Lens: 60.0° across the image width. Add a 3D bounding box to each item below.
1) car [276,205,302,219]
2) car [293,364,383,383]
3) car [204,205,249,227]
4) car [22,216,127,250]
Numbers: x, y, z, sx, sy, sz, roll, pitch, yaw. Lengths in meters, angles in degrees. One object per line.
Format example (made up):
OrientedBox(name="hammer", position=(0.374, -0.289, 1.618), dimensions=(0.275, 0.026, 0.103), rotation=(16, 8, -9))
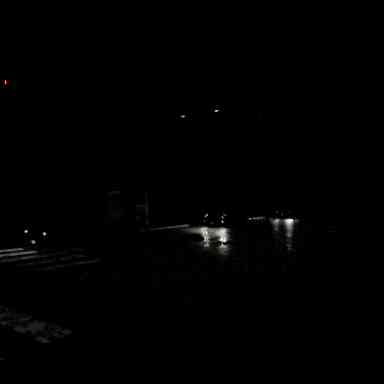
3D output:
OrientedBox(name="car", position=(11.562, 2.342, 39.547), dimensions=(1.837, 1.490, 4.892), rotation=(0, -2, 36))
OrientedBox(name="car", position=(2.391, 1.551, 1.247), dimensions=(4.403, 1.369, 2.008), rotation=(0, 0, 36))
OrientedBox(name="car", position=(2.869, 1.871, 27.352), dimensions=(2.097, 1.767, 4.553), rotation=(0, -1, 35))
OrientedBox(name="car", position=(-5.372, 1.832, 15.764), dimensions=(1.895, 1.301, 4.718), rotation=(0, -1, 35))
